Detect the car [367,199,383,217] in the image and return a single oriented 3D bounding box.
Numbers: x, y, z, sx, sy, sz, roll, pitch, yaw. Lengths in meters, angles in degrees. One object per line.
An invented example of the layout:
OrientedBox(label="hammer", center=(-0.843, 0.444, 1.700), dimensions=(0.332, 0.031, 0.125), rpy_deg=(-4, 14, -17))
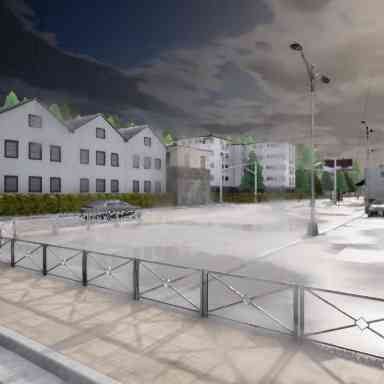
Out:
OrientedBox(label="car", center=(15.428, 1.298, 26.805), dimensions=(2.007, 1.523, 4.514), rpy_deg=(0, 0, 35))

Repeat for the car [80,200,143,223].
OrientedBox(label="car", center=(-5.590, 1.300, 23.589), dimensions=(2.128, 1.511, 4.902), rpy_deg=(0, 0, 35))
